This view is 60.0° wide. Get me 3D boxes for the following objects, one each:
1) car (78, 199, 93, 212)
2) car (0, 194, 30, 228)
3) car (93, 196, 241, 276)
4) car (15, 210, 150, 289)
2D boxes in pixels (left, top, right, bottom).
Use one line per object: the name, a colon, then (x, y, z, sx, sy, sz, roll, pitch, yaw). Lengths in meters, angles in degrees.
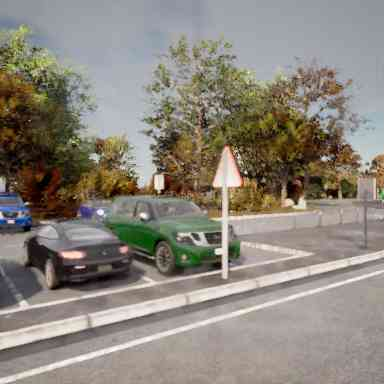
car: (-6.071, 1.259, 22.399, 2.185, 1.767, 4.553, 1, 0, -36)
car: (-10.768, 1.160, 19.029, 2.435, 2.045, 5.566, 0, 0, -36)
car: (-0.920, 1.151, 10.643, 2.435, 2.045, 5.566, 0, 0, -36)
car: (-3.220, 1.451, 9.004, 2.002, 1.452, 4.674, 0, 0, -36)
